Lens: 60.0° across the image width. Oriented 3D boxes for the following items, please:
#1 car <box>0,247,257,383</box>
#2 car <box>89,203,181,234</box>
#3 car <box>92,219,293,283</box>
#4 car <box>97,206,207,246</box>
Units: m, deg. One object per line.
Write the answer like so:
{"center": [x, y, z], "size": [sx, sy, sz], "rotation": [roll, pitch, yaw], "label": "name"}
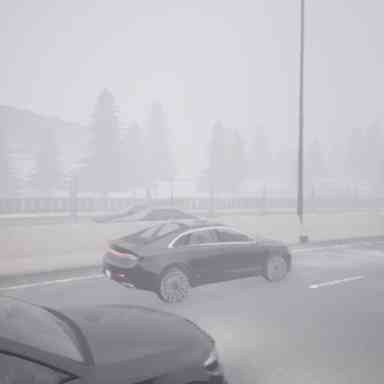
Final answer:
{"center": [-1.841, 1.490, 2.380], "size": [4.674, 1.442, 1.812], "rotation": [0, 0, -36], "label": "car"}
{"center": [-3.128, 1.393, 18.481], "size": [4.674, 1.442, 1.812], "rotation": [0, 0, -31], "label": "car"}
{"center": [0.352, 1.449, 8.042], "size": [4.902, 1.511, 2.128], "rotation": [0, 0, -33], "label": "car"}
{"center": [-1.750, 1.424, 15.250], "size": [4.674, 1.442, 1.812], "rotation": [0, 0, -31], "label": "car"}
